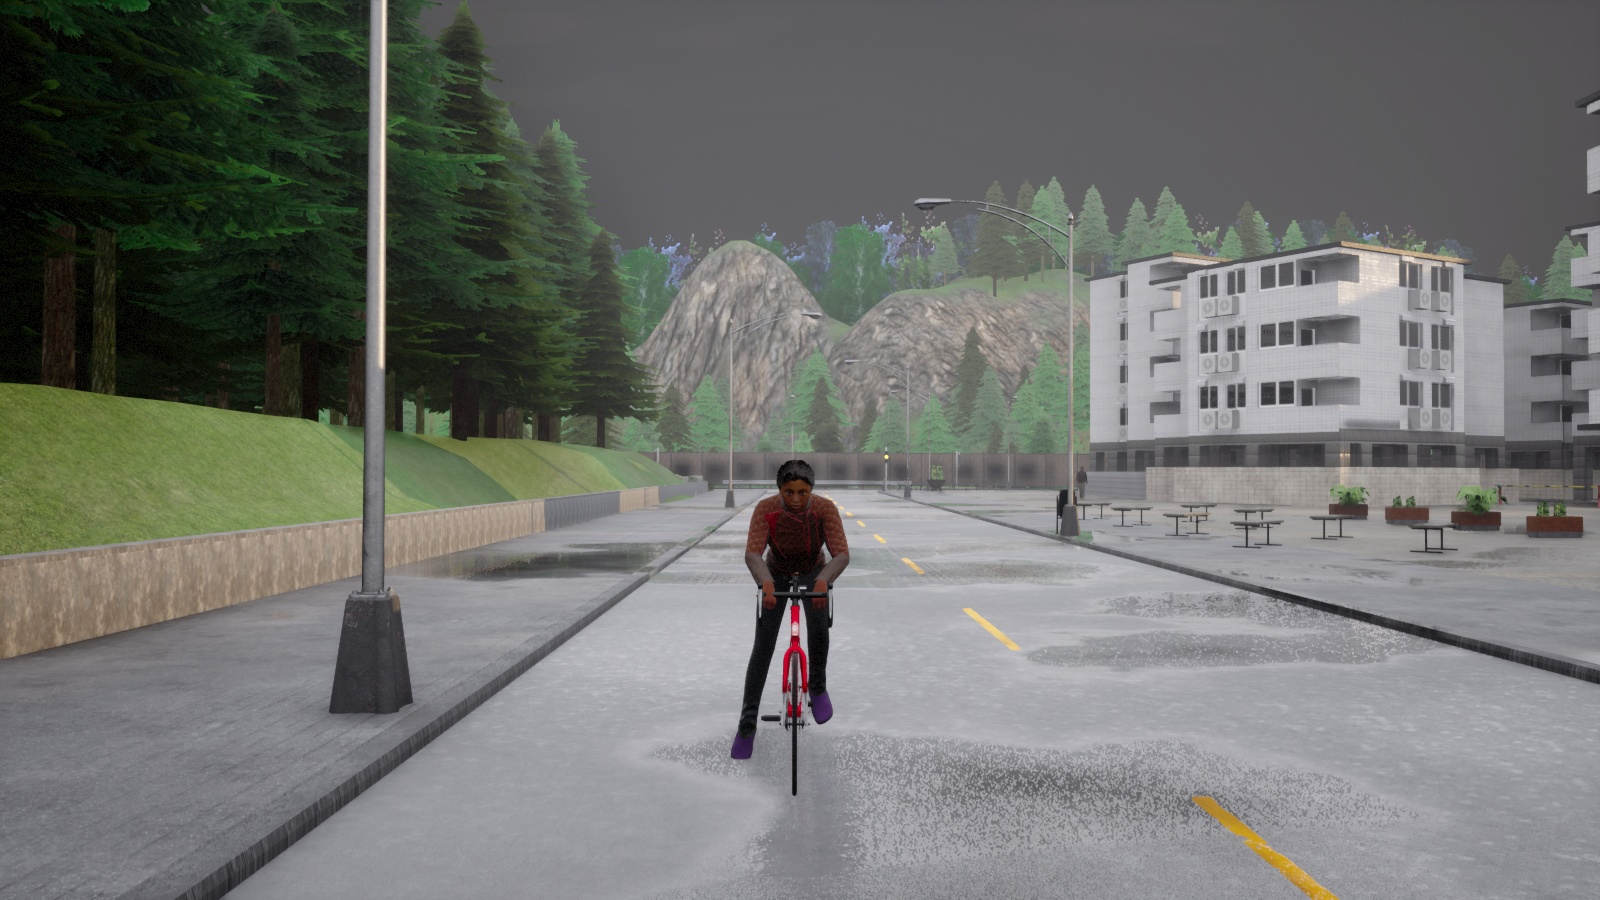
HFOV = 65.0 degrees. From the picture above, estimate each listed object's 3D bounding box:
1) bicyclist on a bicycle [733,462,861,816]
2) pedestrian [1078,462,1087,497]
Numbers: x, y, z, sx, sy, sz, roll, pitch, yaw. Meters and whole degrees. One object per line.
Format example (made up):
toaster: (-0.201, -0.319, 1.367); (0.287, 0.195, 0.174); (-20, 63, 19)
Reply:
bicyclist on a bicycle: (-0.018, 0.878, 6.593); (0.582, 1.620, 1.656); (0, -1, 0)
pedestrian: (14.927, 1.576, 66.310); (0.431, 1.840, 0.703); (0, -1, 9)
